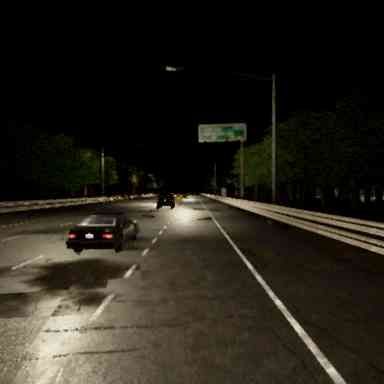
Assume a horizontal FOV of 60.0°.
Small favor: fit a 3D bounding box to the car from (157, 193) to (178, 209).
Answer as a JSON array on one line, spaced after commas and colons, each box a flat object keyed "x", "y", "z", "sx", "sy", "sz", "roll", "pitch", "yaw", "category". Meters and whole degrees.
[{"x": -3.410, "y": 1.198, "z": 44.522, "sx": 2.150, "sy": 2.045, "sz": 5.566, "roll": 0, "pitch": 0, "yaw": 0, "category": "car"}]

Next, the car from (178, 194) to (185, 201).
[{"x": -3.286, "y": 1.422, "z": 81.673, "sx": 1.882, "sy": 1.535, "sz": 5.008, "roll": 0, "pitch": 0, "yaw": 0, "category": "car"}]

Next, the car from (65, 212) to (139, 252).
[{"x": -3.493, "y": 1.547, "z": 13.857, "sx": 2.033, "sy": 1.411, "sz": 5.357, "roll": 0, "pitch": 0, "yaw": 0, "category": "car"}]
